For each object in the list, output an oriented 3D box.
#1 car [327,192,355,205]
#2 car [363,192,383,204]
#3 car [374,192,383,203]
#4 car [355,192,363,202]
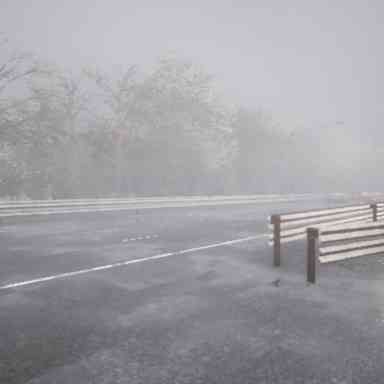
[{"bbox_3d":[20.562,0.940,46.540,2.128,1.511,4.902,0,1,43],"label":"car"},{"bbox_3d":[26.763,0.994,48.079,1.994,1.385,4.181,0,1,43],"label":"car"},{"bbox_3d":[30.052,0.873,51.771,1.882,1.535,5.008,0,1,43],"label":"car"},{"bbox_3d":[27.507,0.727,54.174,2.097,1.767,4.553,0,1,43],"label":"car"}]
